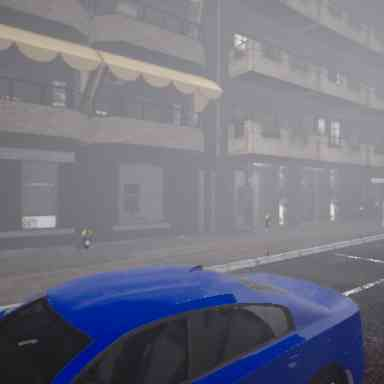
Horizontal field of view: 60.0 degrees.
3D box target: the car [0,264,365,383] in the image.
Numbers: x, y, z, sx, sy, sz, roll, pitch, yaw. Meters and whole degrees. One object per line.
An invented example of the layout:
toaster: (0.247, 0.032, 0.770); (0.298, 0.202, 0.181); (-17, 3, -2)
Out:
car: (-0.609, 1.461, 2.639); (5.008, 1.535, 1.882); (-1, 1, -36)
